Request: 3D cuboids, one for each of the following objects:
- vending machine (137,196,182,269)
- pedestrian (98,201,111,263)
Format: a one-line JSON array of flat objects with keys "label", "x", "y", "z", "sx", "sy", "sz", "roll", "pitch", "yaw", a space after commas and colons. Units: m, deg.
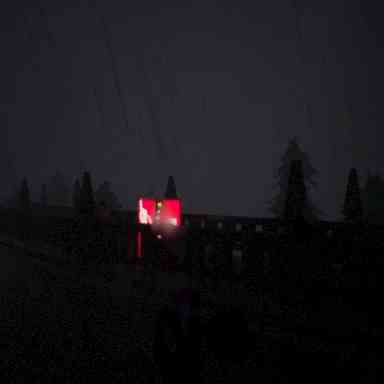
[{"label": "vending machine", "x": -1.008, "y": 1.193, "z": 10.380, "sx": 0.880, "sy": 2.100, "sz": 1.100, "roll": 0, "pitch": 0, "yaw": 41}, {"label": "pedestrian", "x": -2.598, "y": 1.139, "z": 9.794, "sx": 0.375, "sy": 1.860, "sz": 0.375, "roll": 0, "pitch": 0, "yaw": 41}]
